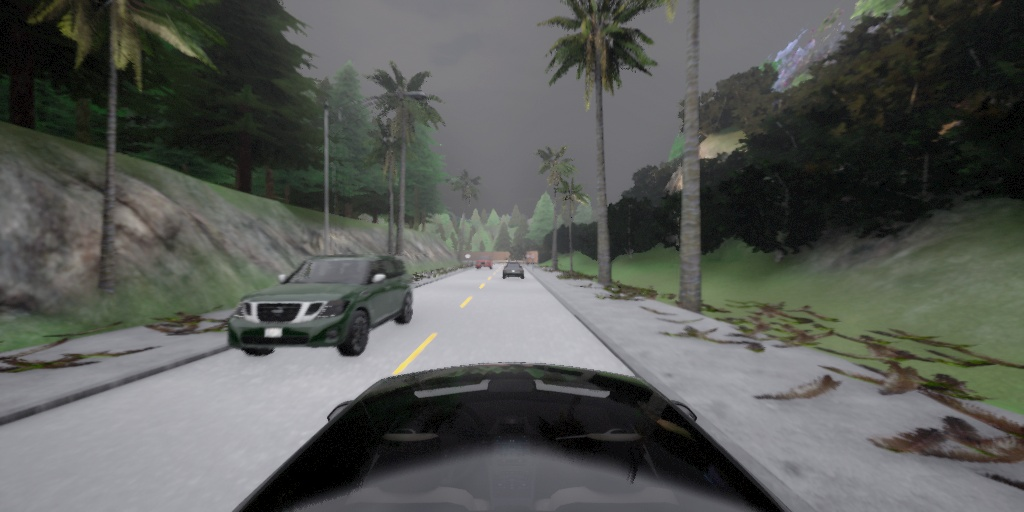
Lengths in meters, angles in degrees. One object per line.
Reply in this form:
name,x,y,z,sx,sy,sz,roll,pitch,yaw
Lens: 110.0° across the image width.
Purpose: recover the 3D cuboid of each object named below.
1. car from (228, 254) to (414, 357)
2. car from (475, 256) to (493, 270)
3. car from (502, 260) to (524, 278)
car,-4.098,0.971,8.929,2.150,2.045,5.566,0,0,0
car,-4.023,0.963,52.462,2.150,2.045,5.566,0,0,1
car,0.116,1.309,33.576,1.994,1.385,4.181,0,0,0
